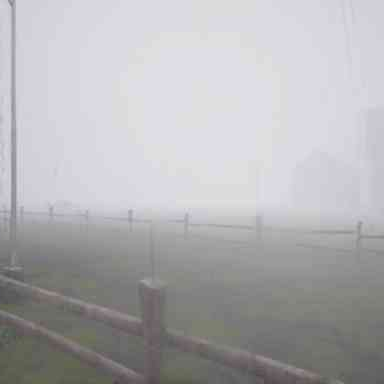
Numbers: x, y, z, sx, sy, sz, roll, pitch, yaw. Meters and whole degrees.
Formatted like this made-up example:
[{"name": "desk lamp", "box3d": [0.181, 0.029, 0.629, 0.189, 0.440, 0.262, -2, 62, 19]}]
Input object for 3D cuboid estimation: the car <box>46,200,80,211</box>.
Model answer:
[{"name": "car", "box3d": [-18.722, 1.874, 48.550, 1.882, 1.535, 5.008, -1, -1, 35]}]
